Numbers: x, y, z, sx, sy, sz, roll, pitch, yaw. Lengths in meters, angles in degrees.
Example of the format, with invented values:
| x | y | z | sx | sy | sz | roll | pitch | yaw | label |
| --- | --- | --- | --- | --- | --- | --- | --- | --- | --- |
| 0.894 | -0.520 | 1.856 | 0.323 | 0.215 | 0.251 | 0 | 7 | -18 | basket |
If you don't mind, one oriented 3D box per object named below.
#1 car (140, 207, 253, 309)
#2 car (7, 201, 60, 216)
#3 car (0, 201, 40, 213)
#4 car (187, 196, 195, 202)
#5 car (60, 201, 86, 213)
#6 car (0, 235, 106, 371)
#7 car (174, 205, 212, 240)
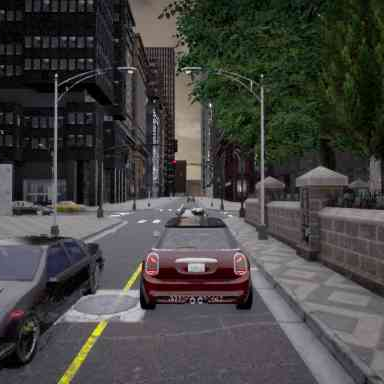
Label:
| x | y | z | sx | sy | sz | roll | pitch | yaw | label |
| --- | --- | --- | --- | --- | --- | --- | --- | --- | --- |
| 0.071 | 1.357 | 8.012 | 2.097 | 1.767 | 4.553 | 0 | 0 | 0 | car |
| -14.741 | 1.517 | 30.046 | 4.403 | 1.369 | 2.008 | 0 | -1 | 0 | car |
| -20.245 | 1.707 | 38.581 | 4.403 | 1.369 | 2.008 | 0 | -1 | 0 | car |
| -0.276 | 1.720 | 80.198 | 1.812 | 1.442 | 4.674 | 0 | 0 | 0 | car |
| -14.902 | 1.675 | 38.570 | 4.829 | 1.417 | 1.752 | 0 | -1 | 0 | car |
| -3.019 | 1.551 | 5.985 | 2.033 | 1.411 | 5.357 | 0 | 0 | 0 | car |
| 0.035 | 1.541 | 18.138 | 1.812 | 1.442 | 4.674 | 0 | 0 | 0 | car |
